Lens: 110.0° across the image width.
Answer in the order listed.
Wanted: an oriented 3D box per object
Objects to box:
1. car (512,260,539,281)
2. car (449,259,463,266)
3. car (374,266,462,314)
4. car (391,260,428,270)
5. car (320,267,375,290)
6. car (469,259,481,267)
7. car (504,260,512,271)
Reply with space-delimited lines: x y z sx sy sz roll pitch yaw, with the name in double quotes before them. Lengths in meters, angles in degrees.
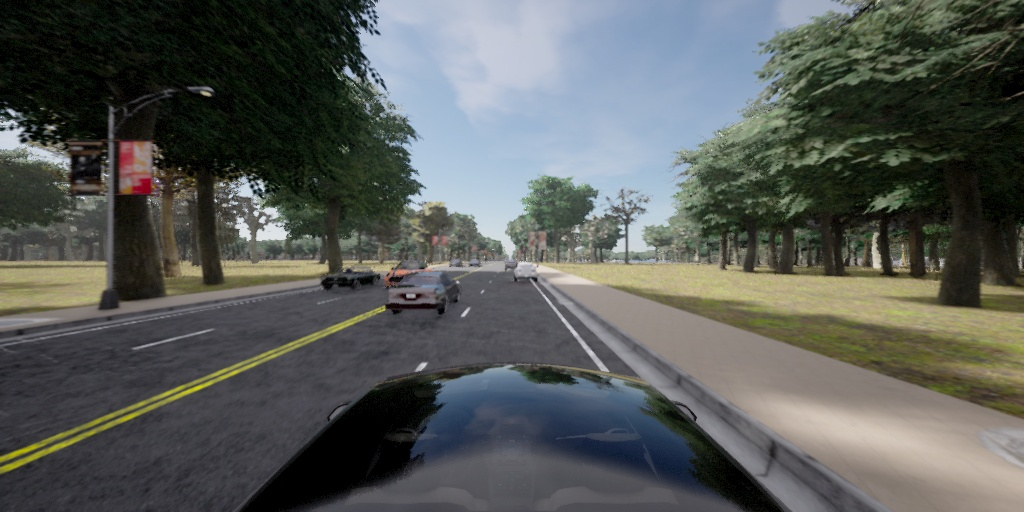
"car" 1.094 1.270 29.465 1.812 1.442 4.674 0 0 0
"car" -9.879 1.253 63.404 2.128 1.511 4.902 0 0 0
"car" -3.163 1.297 13.715 2.033 1.411 5.357 0 0 0
"car" -6.627 1.099 23.318 2.097 1.767 4.553 0 0 0
"car" -9.877 1.348 22.267 1.895 1.301 4.718 0 0 0
"car" -6.629 1.302 64.531 2.033 1.411 5.357 0 0 0
"car" -0.060 1.229 49.808 2.128 1.511 4.902 0 0 0
